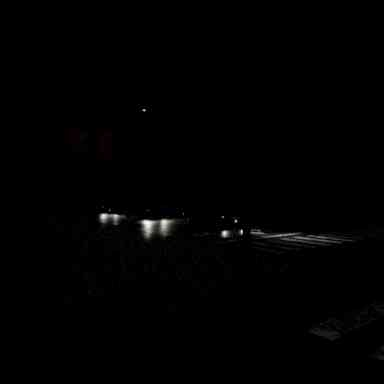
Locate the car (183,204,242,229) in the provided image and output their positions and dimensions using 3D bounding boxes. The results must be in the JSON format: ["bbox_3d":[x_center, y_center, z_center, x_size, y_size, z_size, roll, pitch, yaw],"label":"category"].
[{"bbox_3d":[1.281,1.554,22.559,2.128,1.511,4.902,0,0,-36],"label":"car"}]

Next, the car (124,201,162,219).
[{"bbox_3d":[-4.547,1.579,30.666,1.882,1.535,5.008,0,0,-35],"label":"car"}]

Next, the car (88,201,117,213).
[{"bbox_3d":[-10.454,1.741,38.897,1.895,1.301,4.718,0,0,-36],"label":"car"}]
